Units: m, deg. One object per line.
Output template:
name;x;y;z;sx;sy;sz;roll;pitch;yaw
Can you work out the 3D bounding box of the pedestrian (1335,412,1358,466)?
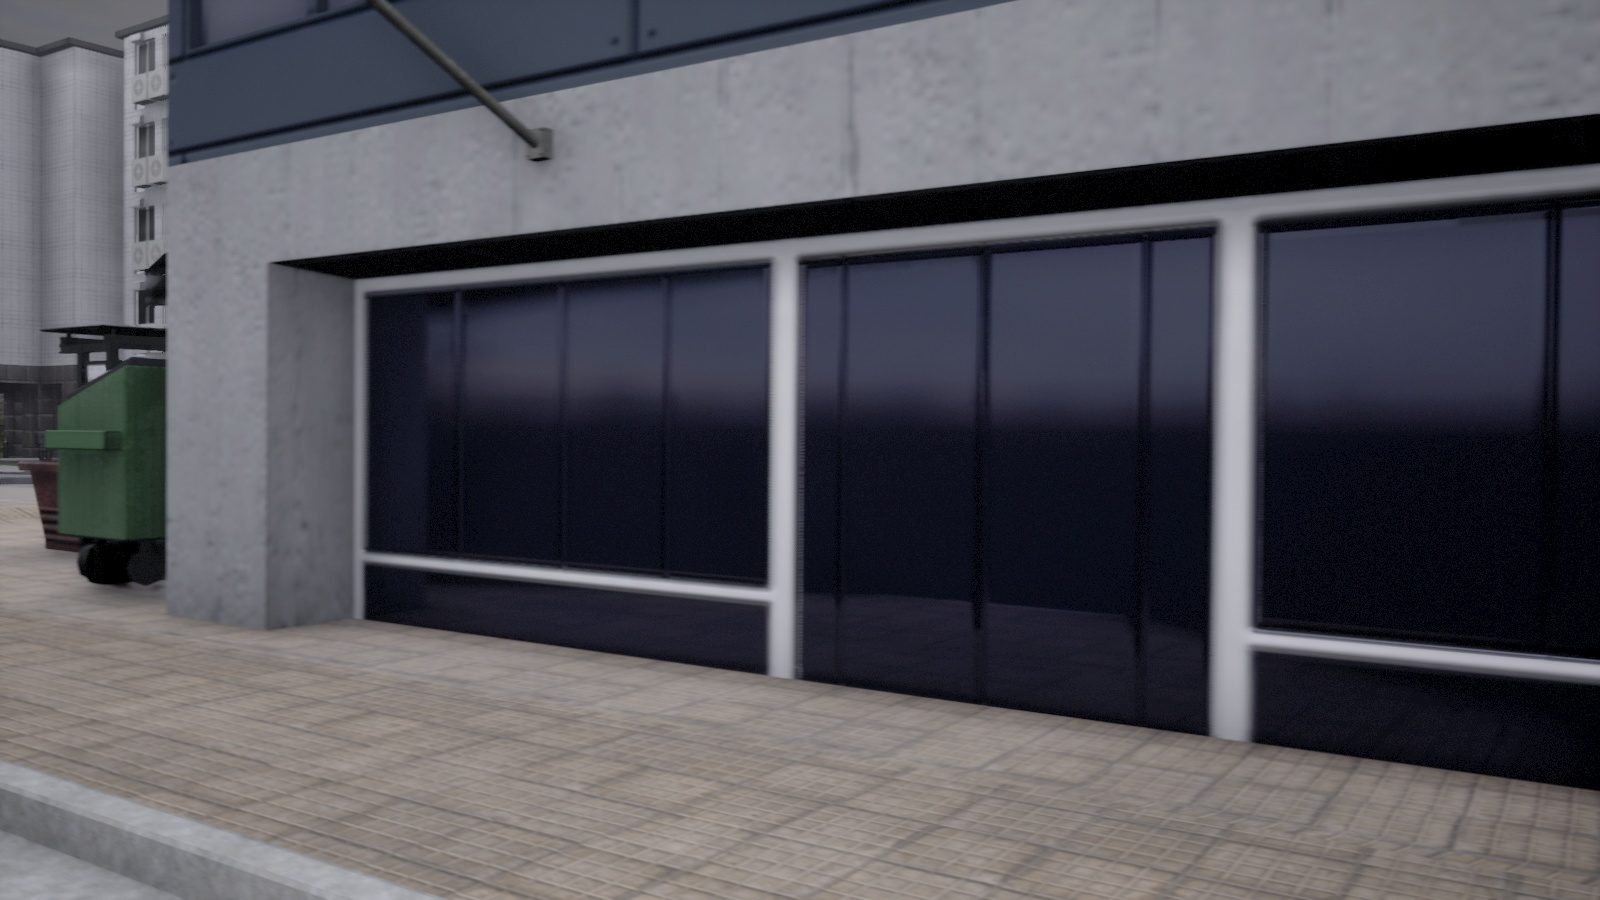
pedestrian;19.420;-0.394;44.614;0.692;1.930;0.395;0;1;35
